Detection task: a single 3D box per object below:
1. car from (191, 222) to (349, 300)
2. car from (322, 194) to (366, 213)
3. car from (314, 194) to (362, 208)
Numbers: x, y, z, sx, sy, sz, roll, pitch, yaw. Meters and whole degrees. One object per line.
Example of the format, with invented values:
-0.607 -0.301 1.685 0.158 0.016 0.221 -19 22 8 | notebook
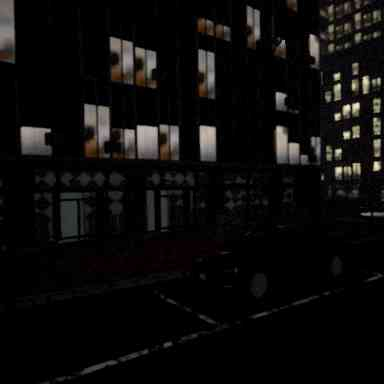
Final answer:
2.048 1.487 8.198 4.507 1.381 1.887 -1 -1 -36 | car
14.126 1.179 31.552 1.994 1.385 4.181 -2 2 -35 | car
16.620 0.959 38.059 1.752 1.417 4.829 -1 1 -35 | car
